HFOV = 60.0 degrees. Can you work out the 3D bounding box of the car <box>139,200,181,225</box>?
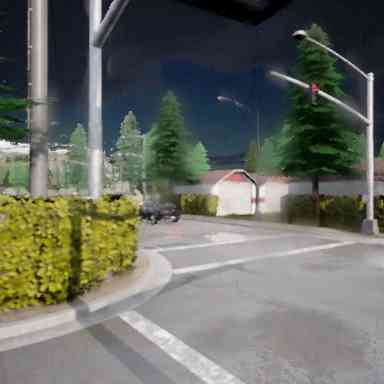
[{"bbox_3d":[-2.598,1.364,23.314,1.837,1.490,4.892,-1,1,-34],"label":"car"}]
